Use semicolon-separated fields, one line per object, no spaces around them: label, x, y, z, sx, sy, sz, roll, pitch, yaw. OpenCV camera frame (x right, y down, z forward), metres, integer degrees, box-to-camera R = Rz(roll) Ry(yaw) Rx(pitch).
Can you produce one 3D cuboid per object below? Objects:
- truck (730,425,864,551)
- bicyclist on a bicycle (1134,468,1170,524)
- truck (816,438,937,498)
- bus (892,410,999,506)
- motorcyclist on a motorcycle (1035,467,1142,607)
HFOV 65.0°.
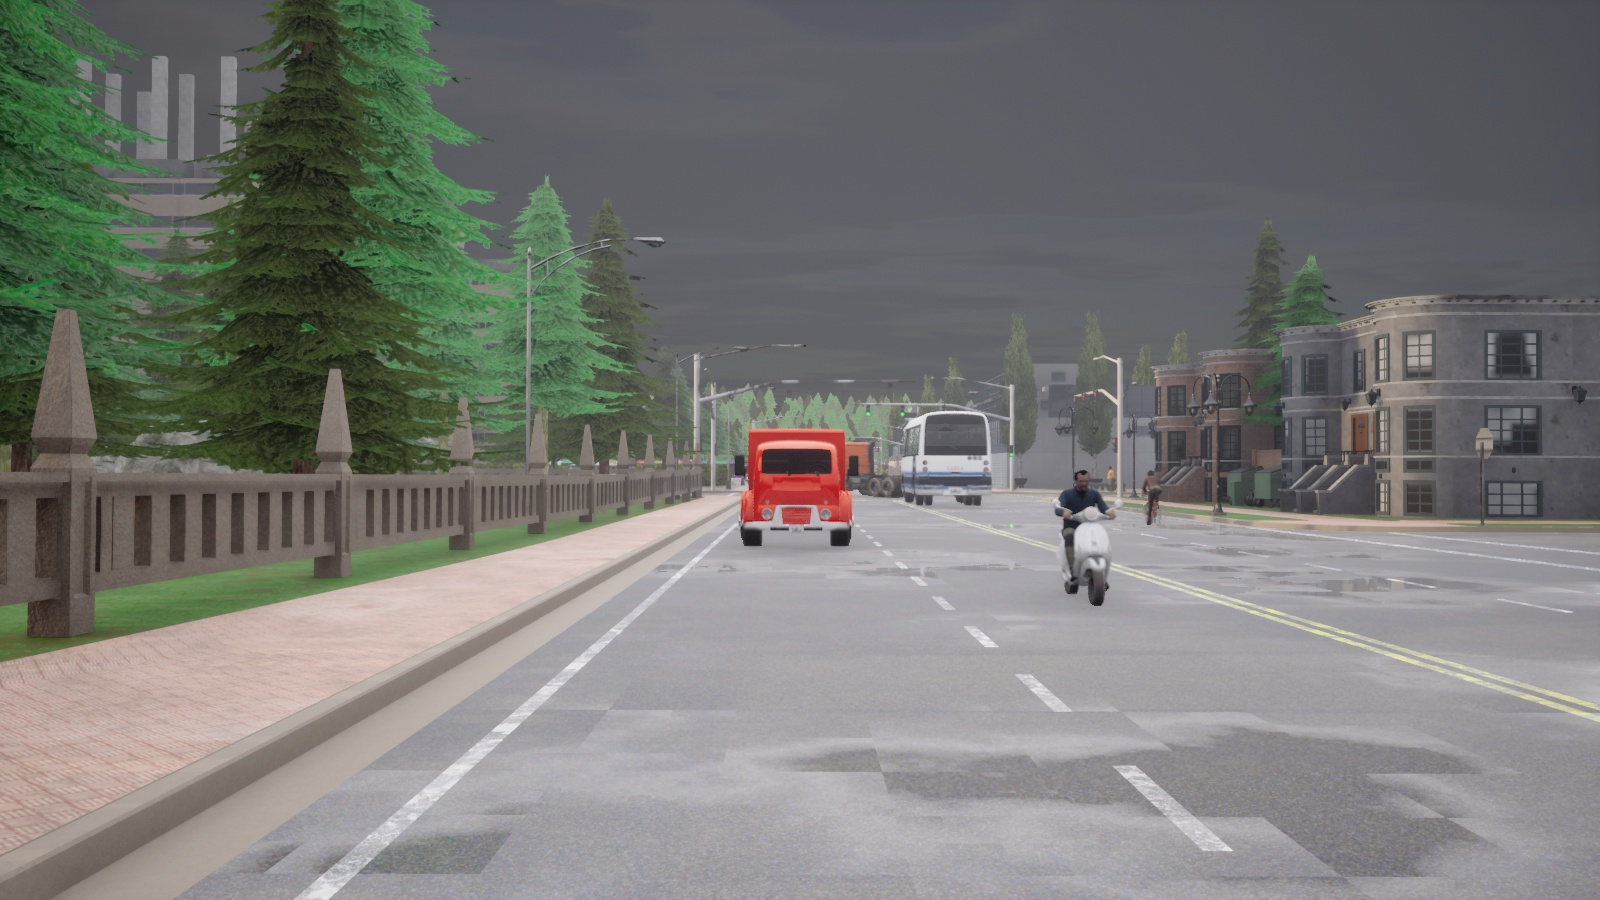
truck;-0.071;0.785;27.246;2.627;2.467;5.204;0;-1;0
bicyclist on a bicycle;10.406;1.348;37.126;0.582;1.620;1.656;0;-1;0
truck;4.559;1.099;76.712;2.891;3.462;7.936;1;-1;-37
bus;6.841;0.430;60.835;3.944;4.253;10.273;0;-1;0
motorcyclist on a motorcycle;3.461;1.010;15.257;0.866;1.590;1.817;0;-1;0
